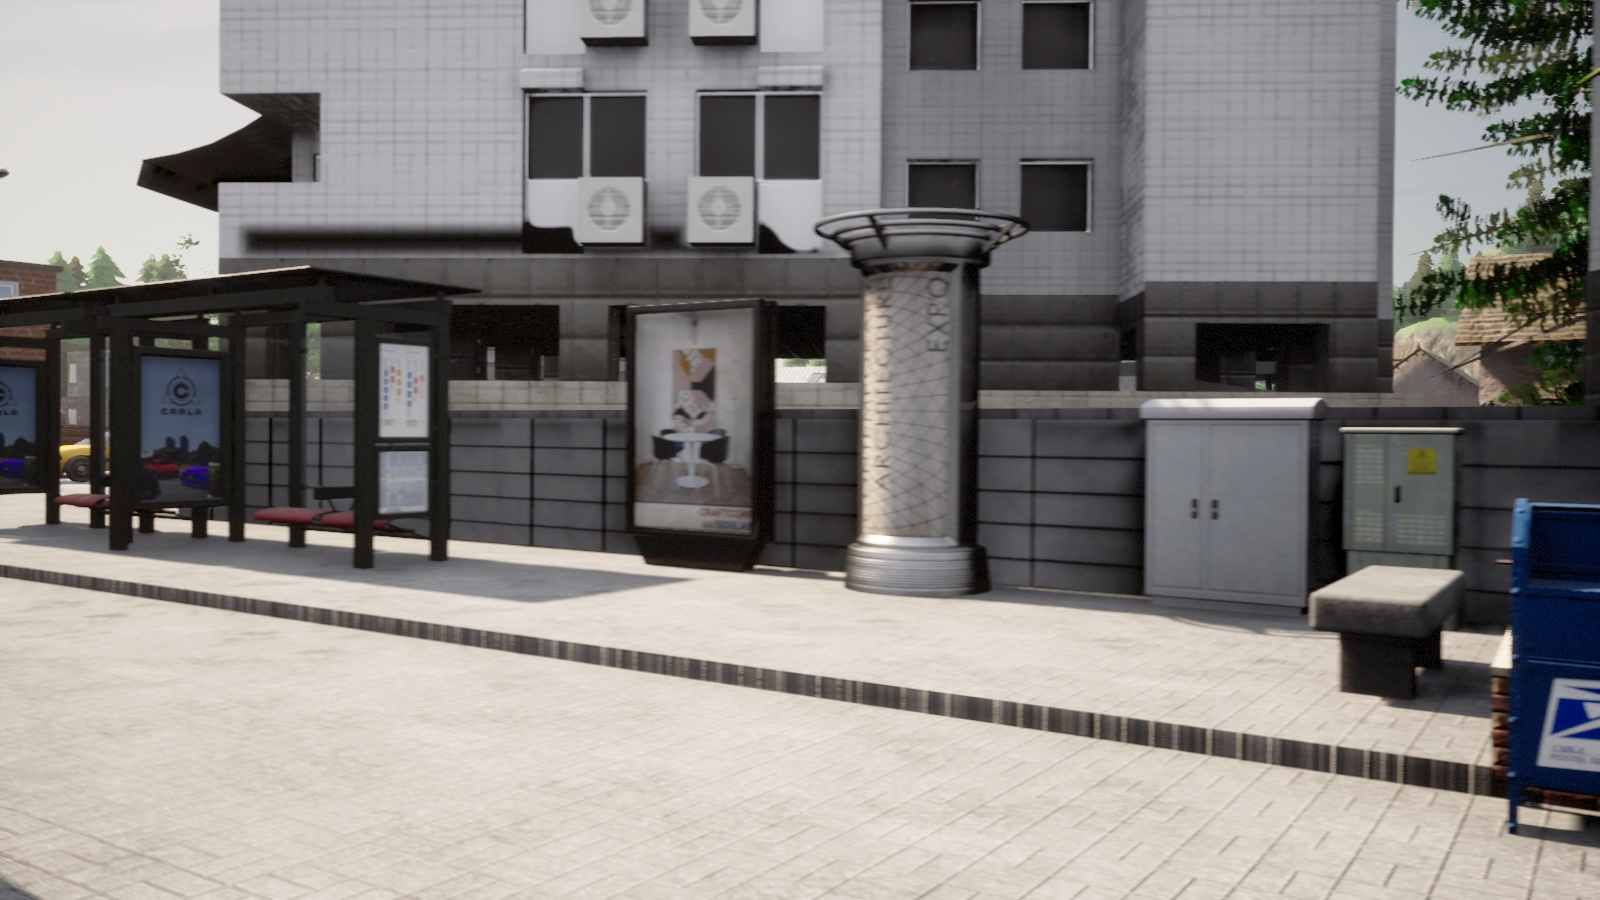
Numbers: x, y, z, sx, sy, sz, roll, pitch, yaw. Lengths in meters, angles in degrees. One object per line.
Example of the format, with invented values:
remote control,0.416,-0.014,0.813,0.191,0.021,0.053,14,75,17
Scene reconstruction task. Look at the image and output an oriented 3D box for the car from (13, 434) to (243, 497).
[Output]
car,-18.409,0.364,34.689,1.801,1.575,5.366,0,1,34
